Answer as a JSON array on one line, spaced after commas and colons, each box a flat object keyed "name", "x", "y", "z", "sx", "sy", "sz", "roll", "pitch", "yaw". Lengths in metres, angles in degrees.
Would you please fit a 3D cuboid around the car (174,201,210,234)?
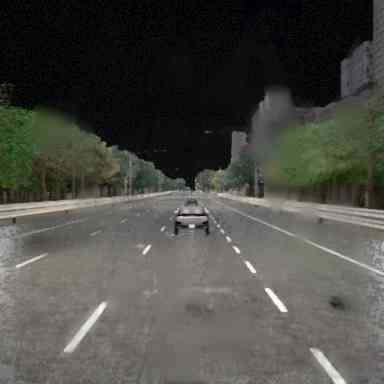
[{"name": "car", "x": -0.011, "y": 1.484, "z": 19.013, "sx": 2.128, "sy": 1.511, "sz": 4.902, "roll": 0, "pitch": 0, "yaw": 0}]

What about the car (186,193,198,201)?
[{"name": "car", "x": -0.027, "y": 1.436, "z": 58.152, "sx": 1.837, "sy": 1.490, "sz": 4.892, "roll": 0, "pitch": 0, "yaw": 0}]
